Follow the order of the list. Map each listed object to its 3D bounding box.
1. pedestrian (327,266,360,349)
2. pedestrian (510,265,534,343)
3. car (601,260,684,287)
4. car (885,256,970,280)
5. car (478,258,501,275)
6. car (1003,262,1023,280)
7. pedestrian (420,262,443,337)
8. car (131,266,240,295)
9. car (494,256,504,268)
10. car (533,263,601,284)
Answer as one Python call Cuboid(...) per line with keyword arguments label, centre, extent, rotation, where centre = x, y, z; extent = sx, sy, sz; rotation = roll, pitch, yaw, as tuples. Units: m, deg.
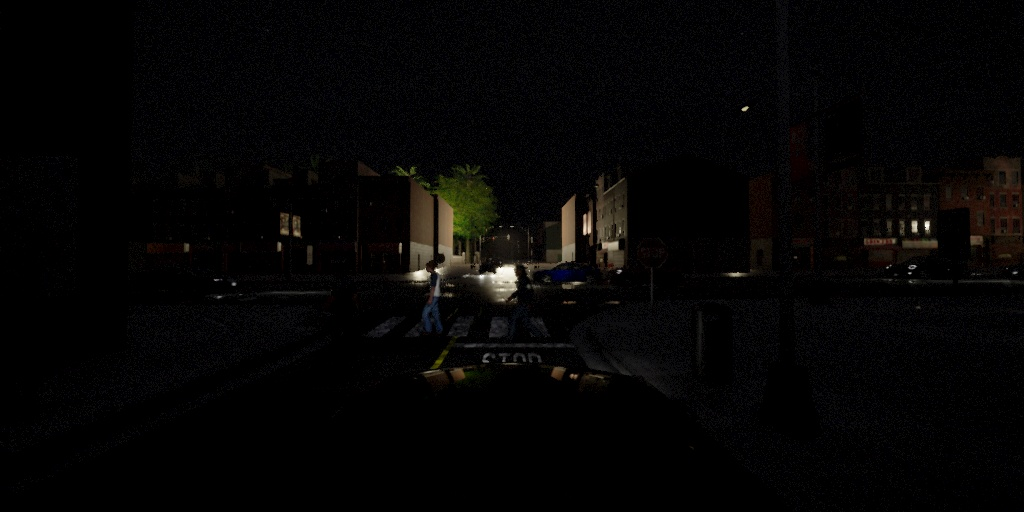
Cuboid(label="pedestrian", centre=(-3.522, 1.043, 7.516), extent=(0.375, 1.860, 0.375), rotation=(1, -1, 0))
Cuboid(label="pedestrian", centre=(0.225, 1.043, 8.115), extent=(0.375, 1.860, 0.375), rotation=(1, -1, 0))
Cuboid(label="car", centre=(8.479, 1.011, 23.155), extent=(4.553, 1.767, 2.097), rotation=(-1, -1, -1))
Cuboid(label="car", centre=(30.685, 0.791, 26.617), extent=(4.553, 1.767, 2.097), rotation=(-1, -1, 0))
Cuboid(label="car", centre=(-2.574, 1.269, 39.440), extent=(2.033, 1.411, 5.357), rotation=(0, 0, 0))
Cuboid(label="car", centre=(35.272, 0.789, 23.401), extent=(4.902, 1.511, 2.128), rotation=(-1, -1, 0))
Cuboid(label="pedestrian", centre=(-1.946, 1.025, 8.715), extent=(0.375, 1.860, 0.375), rotation=(1, -1, 0))
Cuboid(label="car", centre=(-17.564, 1.267, 19.453), extent=(4.902, 1.511, 2.128), rotation=(0, -1, -1))
Cuboid(label="car", centre=(-2.567, 1.054, 57.388), extent=(2.097, 1.767, 4.553), rotation=(0, 0, 0))
Cuboid(label="car", centre=(4.045, 1.256, 26.358), extent=(5.008, 1.535, 1.882), rotation=(0, -1, -1))
